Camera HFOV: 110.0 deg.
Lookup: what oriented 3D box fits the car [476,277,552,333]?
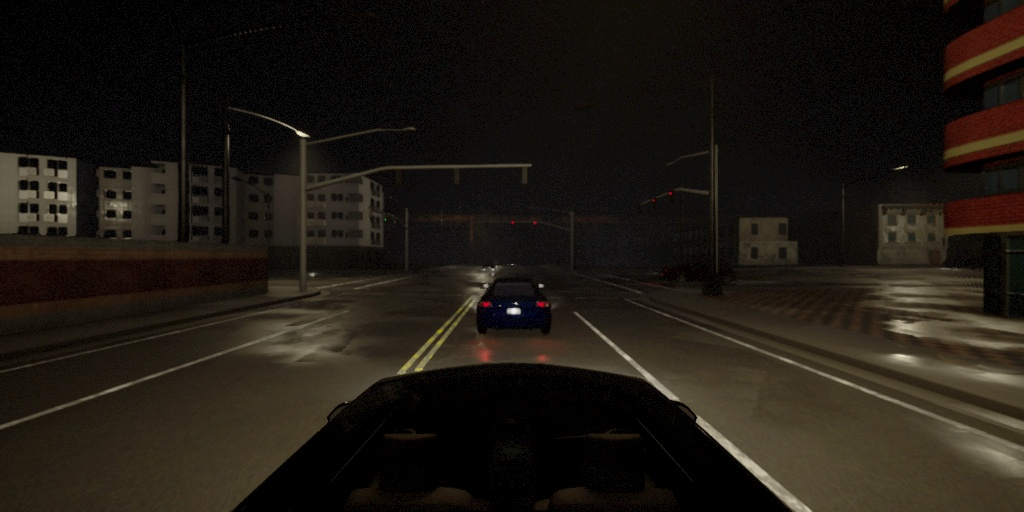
[{"bbox_3d":[0.047,1.315,10.752,1.994,1.385,4.181,0,0,0],"label":"car"}]

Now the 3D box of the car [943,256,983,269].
[{"bbox_3d":[49.742,0.643,38.910,4.181,1.385,1.994,-1,0,1],"label":"car"}]

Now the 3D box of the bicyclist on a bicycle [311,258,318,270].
[{"bbox_3d":[-25.624,1.061,46.585,0.582,1.620,1.656,0,0,0],"label":"bicyclist on a bicycle"}]

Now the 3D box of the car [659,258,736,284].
[{"bbox_3d":[13.124,1.145,25.448,5.008,1.535,1.882,-1,0,1],"label":"car"}]

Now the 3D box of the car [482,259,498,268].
[{"bbox_3d":[-3.823,1.265,59.119,1.837,1.490,4.892,0,0,0],"label":"car"}]
